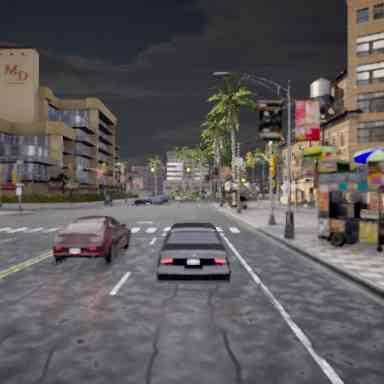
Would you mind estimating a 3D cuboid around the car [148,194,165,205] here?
[{"bbox_3d":[-7.378,1.721,69.936,2.097,1.767,4.553,0,0,0],"label":"car"}]

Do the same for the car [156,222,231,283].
[{"bbox_3d":[0.033,1.600,9.831,2.033,1.411,5.357,0,0,0],"label":"car"}]

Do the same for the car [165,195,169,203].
[{"bbox_3d":[-7.429,1.640,79.276,2.150,2.045,5.566,0,0,0],"label":"car"}]

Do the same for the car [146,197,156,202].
[{"bbox_3d":[-10.985,2.007,89.342,2.033,1.411,5.357,0,0,0],"label":"car"}]

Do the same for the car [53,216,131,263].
[{"bbox_3d":[-3.479,1.590,12.153,1.812,1.442,4.674,0,0,0],"label":"car"}]

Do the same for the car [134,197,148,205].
[{"bbox_3d":[-10.878,1.961,69.900,1.895,1.301,4.718,0,0,0],"label":"car"}]

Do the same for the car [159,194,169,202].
[{"bbox_3d":[-7.494,1.695,90.025,2.150,2.045,5.566,0,0,0],"label":"car"}]

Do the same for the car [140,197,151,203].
[{"bbox_3d":[-10.928,1.891,79.044,1.882,1.535,5.008,0,0,0],"label":"car"}]
